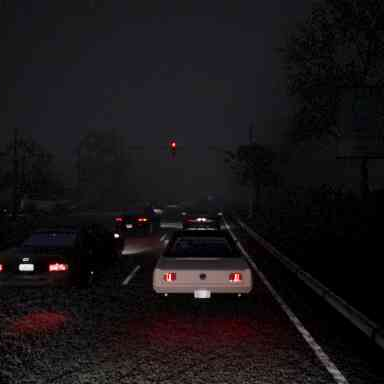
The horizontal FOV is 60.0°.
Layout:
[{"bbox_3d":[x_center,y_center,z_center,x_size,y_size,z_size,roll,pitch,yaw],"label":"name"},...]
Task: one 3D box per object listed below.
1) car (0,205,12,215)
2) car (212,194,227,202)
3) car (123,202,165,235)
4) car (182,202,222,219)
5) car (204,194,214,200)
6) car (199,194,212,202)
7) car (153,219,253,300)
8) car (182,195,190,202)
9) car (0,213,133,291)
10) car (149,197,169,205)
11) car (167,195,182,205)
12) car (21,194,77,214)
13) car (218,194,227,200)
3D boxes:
[{"bbox_3d":[-19.588,1.563,31.838,4.181,1.385,1.994,0,0,8],"label":"car"},{"bbox_3d":[6.316,1.545,76.652,1.994,1.385,4.181,0,0,10],"label":"car"},{"bbox_3d":[-2.939,1.525,18.713,1.812,1.442,4.674,0,0,4],"label":"car"},{"bbox_3d":[0.522,1.504,17.598,1.837,1.490,4.892,0,0,2],"label":"car"},{"bbox_3d":[4.459,1.324,86.562,1.882,1.535,5.008,0,0,11],"label":"car"},{"bbox_3d":[2.720,1.515,76.342,2.128,1.511,4.902,0,0,10],"label":"car"},{"bbox_3d":[0.232,1.601,8.373,1.895,1.301,4.718,0,0,1],"label":"car"},{"bbox_3d":[-1.537,1.497,71.708,1.837,1.490,4.892,0,0,8],"label":"car"},{"bbox_3d":[-3.256,1.547,9.135,2.033,1.411,5.357,0,0,1],"label":"car"},{"bbox_3d":[-4.830,1.599,45.200,1.895,1.301,4.718,0,0,5],"label":"car"},{"bbox_3d":[-3.590,1.351,56.724,2.097,1.767,4.553,0,0,7],"label":"car"},{"bbox_3d":[-15.058,1.222,35.068,5.566,2.045,2.150,0,0,3],"label":"car"},{"bbox_3d":[7.979,1.342,86.357,1.882,1.535,5.008,0,0,11],"label":"car"}]
